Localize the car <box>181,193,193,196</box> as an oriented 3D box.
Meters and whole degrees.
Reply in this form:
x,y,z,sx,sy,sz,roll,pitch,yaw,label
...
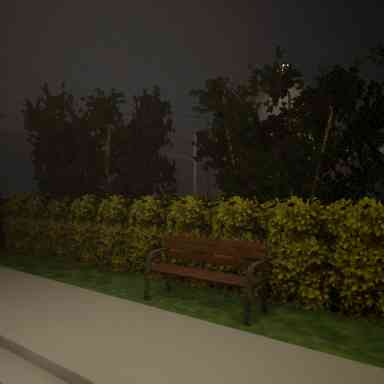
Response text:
x,y,z,sx,sy,sz,roll,pitch,yaw,label
-0.749,0.900,66.772,1.895,1.301,4.718,0,1,35,car

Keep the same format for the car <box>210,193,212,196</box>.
x,y,z,sx,sy,sz,roll,pitch,yaw,label
4.371,0.739,67.975,1.837,1.490,4.892,0,0,35,car
